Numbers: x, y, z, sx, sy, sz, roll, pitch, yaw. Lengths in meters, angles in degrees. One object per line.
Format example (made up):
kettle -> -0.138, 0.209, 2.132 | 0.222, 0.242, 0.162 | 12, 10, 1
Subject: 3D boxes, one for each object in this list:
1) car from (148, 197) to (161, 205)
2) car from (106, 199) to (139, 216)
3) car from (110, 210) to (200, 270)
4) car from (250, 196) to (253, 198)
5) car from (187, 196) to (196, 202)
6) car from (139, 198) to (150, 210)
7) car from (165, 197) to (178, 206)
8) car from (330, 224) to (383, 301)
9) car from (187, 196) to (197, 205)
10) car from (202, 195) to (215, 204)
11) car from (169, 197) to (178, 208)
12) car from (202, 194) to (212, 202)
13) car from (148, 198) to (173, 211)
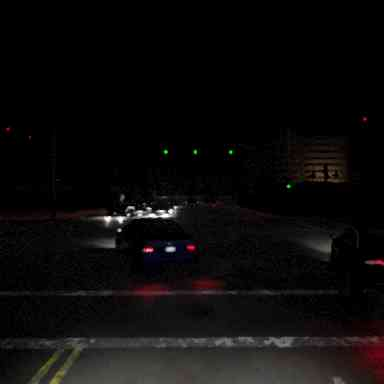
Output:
car -> -7.024, 1.752, 63.217 | 1.994, 1.385, 4.181 | 0, 0, 0
car -> -7.154, 1.649, 33.856 | 2.033, 1.411, 5.357 | 0, 0, 2
car -> -1.386, 1.582, 11.235 | 2.033, 1.411, 5.357 | 0, 0, -19
car -> 17.735, 1.418, 89.083 | 4.605, 1.855, 1.932 | 0, 0, -2
car -> -0.029, 1.652, 76.182 | 1.994, 1.385, 4.181 | 0, 0, 0
car -> -7.109, 1.635, 43.498 | 1.837, 1.490, 4.892 | 0, 0, 0
car -> -3.543, 1.679, 58.467 | 1.837, 1.490, 4.892 | 0, 0, 0
car -> 4.589, 1.516, 8.103 | 2.128, 1.511, 4.902 | 0, 0, 17
car -> -0.025, 1.744, 65.908 | 2.033, 1.411, 5.357 | 0, 0, 0
car -> 3.475, 1.549, 66.199 | 2.097, 1.767, 4.553 | 0, 0, 0
car -> -3.602, 1.636, 48.421 | 2.128, 1.511, 4.902 | 0, 0, 0
car -> 3.471, 1.455, 76.155 | 2.097, 1.767, 4.553 | 0, 0, 0
car -> -3.614, 1.718, 39.104 | 1.895, 1.301, 4.718 | 0, 0, 0
